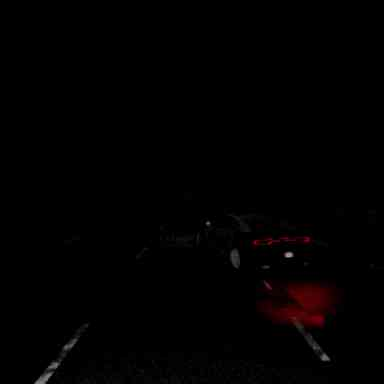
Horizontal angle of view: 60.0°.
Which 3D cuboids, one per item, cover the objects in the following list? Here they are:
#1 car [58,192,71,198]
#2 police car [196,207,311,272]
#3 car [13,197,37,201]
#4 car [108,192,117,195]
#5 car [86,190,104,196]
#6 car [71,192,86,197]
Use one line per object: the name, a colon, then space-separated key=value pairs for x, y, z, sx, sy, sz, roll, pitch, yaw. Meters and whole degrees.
car: x=-28.010 y=0.758 z=73.700 sx=1.882 sy=1.535 sz=5.008 roll=0 pitch=0 yaw=0
police car: x=1.594 y=1.302 z=10.683 sx=1.930 sy=1.638 sz=5.238 roll=0 pitch=1 yaw=-18
car: x=-17.530 y=1.189 z=34.909 sx=2.033 sy=1.411 sz=5.357 roll=0 pitch=0 yaw=0
car: x=-17.510 y=0.804 z=73.701 sx=1.812 sy=1.442 sz=4.674 roll=0 pitch=0 yaw=0
car: x=-21.010 y=0.505 z=73.670 sx=2.150 sy=2.045 sz=5.566 roll=0 pitch=0 yaw=0
car: x=-24.510 y=0.780 z=73.700 sx=1.837 sy=1.490 sz=4.892 roll=0 pitch=0 yaw=0
